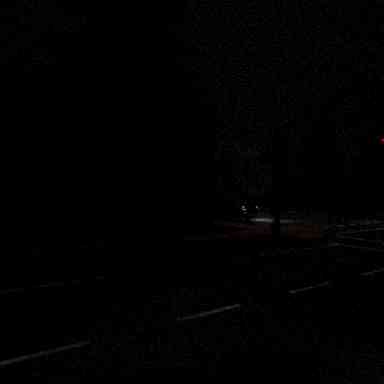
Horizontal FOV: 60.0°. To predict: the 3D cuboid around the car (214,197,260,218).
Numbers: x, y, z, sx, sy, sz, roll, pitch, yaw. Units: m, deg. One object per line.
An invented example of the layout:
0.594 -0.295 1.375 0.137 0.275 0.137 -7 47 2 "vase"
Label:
4.025 1.378 30.120 2.097 1.767 4.553 0 0 -34 "car"
